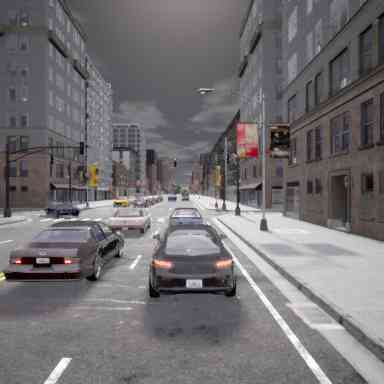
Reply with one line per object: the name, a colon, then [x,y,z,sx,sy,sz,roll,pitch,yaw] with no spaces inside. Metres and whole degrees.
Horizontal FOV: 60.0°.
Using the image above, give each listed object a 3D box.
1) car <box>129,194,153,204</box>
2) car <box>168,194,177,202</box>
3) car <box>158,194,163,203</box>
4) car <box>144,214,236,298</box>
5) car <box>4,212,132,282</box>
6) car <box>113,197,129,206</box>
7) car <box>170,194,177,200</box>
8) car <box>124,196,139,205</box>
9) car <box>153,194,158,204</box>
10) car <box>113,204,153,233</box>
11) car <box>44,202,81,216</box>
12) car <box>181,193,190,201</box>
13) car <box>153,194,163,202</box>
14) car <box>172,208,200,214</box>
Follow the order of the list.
car: [-7.568,1.508,50.038,2.128,1.511,4.902,0,0,-1]
car: [-4.833,1.494,80.301,1.882,1.535,5.008,0,0,-1]
car: [-7.863,1.546,69.261,2.128,1.511,4.902,0,0,-1]
car: [-0.037,1.527,8.444,1.812,1.442,4.674,0,0,-2]
car: [-3.313,1.548,9.783,2.033,1.411,5.357,0,0,-1]
car: [-10.851,1.495,51.511,1.882,1.535,5.008,0,0,-1]
car: [-5.043,1.388,90.719,1.837,1.490,4.892,0,0,-1]
car: [-11.001,1.545,60.733,1.812,1.442,4.674,0,0,-1]
car: [-7.738,1.511,59.391,2.128,1.511,4.902,0,0,-1]
car: [-3.510,1.605,19.448,1.895,1.301,4.718,0,0,-1]
car: [-11.619,1.592,29.808,1.895,1.301,4.718,0,0,-39]
car: [-1.592,1.612,80.813,1.895,1.301,4.718,0,0,-1]
car: [-8.068,1.362,79.492,2.097,1.767,4.553,0,0,-1]
car: [-0.331,1.551,18.031,2.033,1.411,5.357,0,0,-1]
